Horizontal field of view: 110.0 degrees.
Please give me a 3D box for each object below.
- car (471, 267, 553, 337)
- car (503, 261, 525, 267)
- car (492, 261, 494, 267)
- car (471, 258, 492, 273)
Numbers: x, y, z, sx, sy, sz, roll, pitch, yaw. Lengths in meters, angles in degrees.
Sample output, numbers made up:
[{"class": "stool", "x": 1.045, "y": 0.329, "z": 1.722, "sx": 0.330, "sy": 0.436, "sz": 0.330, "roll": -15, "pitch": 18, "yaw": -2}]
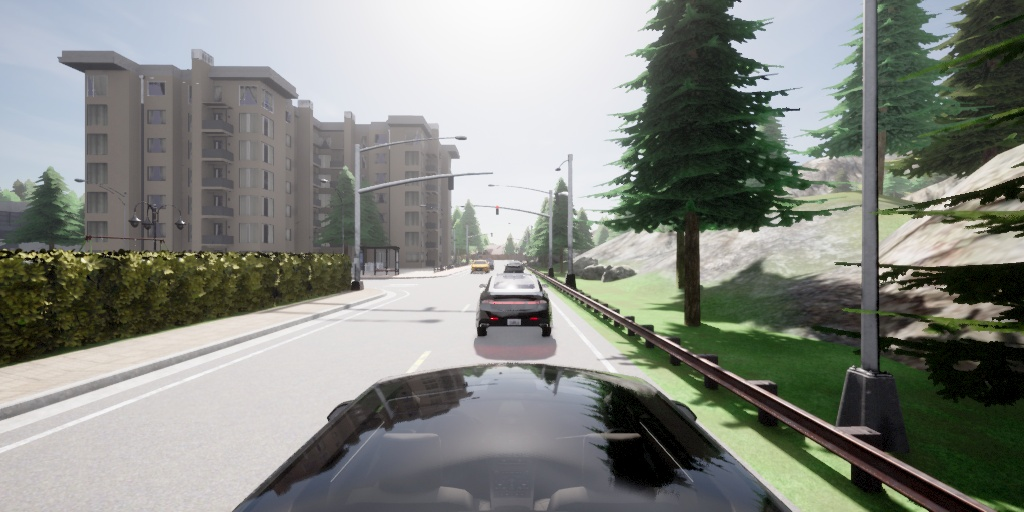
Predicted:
[{"class": "car", "x": 0.057, "y": 1.242, "z": 10.312, "sx": 2.128, "sy": 1.511, "sz": 4.902, "roll": 0, "pitch": 0, "yaw": 0}, {"class": "car", "x": 0.181, "y": 1.255, "z": 35.373, "sx": 1.837, "sy": 1.490, "sz": 4.892, "roll": 1, "pitch": 0, "yaw": 0}, {"class": "car", "x": -3.713, "y": 1.102, "z": 51.913, "sx": 2.097, "sy": 1.767, "sz": 4.553, "roll": 0, "pitch": 0, "yaw": 0}, {"class": "car", "x": -3.698, "y": 1.228, "z": 42.302, "sx": 1.882, "sy": 1.535, "sz": 5.008, "roll": 0, "pitch": 0, "yaw": 0}]
